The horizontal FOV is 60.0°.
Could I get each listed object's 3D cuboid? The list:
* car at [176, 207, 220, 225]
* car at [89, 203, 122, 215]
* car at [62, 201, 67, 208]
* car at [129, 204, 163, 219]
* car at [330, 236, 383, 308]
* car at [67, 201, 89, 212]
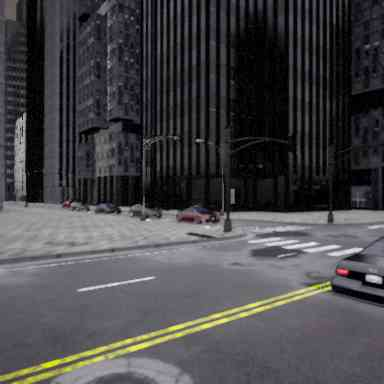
[{"bbox_3d":[0.455,1.963,28.055,1.994,1.385,4.181,0,-1,-38],"label":"car"},{"bbox_3d":[-10.895,2.170,42.805,2.033,1.411,5.357,0,-1,-38],"label":"car"},{"bbox_3d":[-23.733,2.444,64.701,1.882,1.535,5.008,0,-1,-38],"label":"car"},{"bbox_3d":[-4.896,2.009,35.010,1.837,1.490,4.892,0,-1,-37],"label":"car"},{"bbox_3d":[5.263,1.640,7.532,5.357,1.411,2.033,1,-1,-38],"label":"car"},{"bbox_3d":[-17.157,2.257,51.003,1.837,1.490,4.892,0,-1,-37],"label":"car"}]
